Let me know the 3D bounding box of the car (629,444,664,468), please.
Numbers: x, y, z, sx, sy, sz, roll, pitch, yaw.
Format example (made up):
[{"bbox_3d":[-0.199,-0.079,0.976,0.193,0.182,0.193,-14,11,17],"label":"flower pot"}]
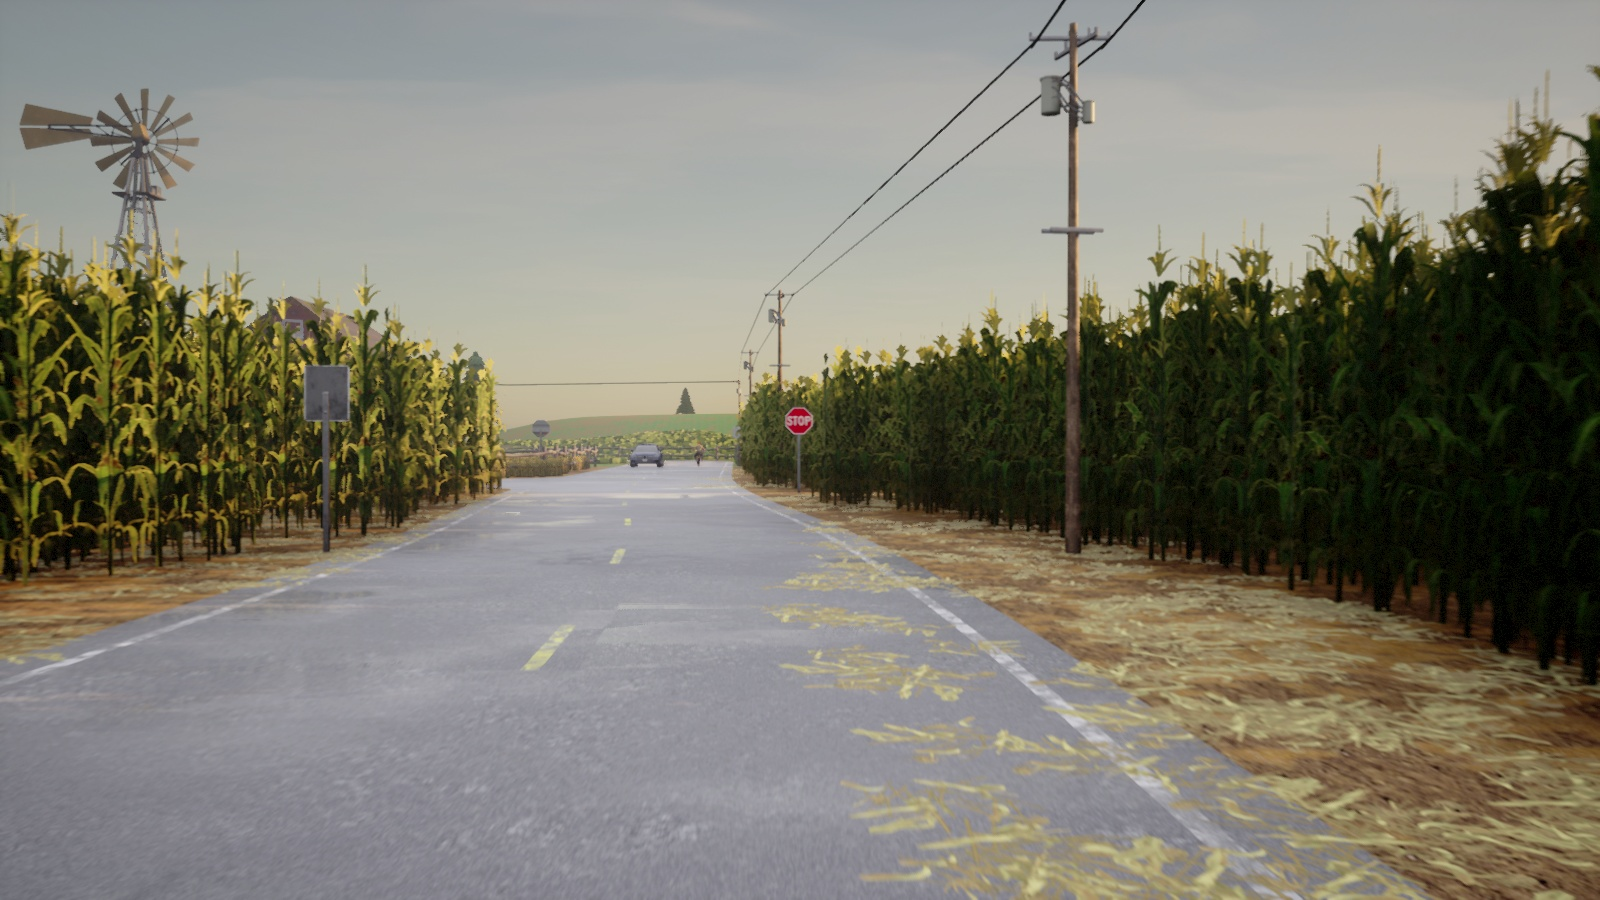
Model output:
[{"bbox_3d":[-9.417,0.329,77.436,1.812,1.442,4.674,0,0,-3],"label":"car"}]
